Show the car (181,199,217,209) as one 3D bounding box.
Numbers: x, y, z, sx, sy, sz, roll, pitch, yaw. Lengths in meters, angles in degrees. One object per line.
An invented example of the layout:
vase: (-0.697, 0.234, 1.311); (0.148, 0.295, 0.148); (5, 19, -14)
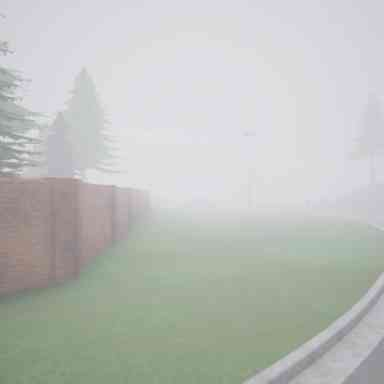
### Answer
car: (1.055, 1.809, 50.224); (5.357, 1.411, 2.033); (0, 0, 16)
